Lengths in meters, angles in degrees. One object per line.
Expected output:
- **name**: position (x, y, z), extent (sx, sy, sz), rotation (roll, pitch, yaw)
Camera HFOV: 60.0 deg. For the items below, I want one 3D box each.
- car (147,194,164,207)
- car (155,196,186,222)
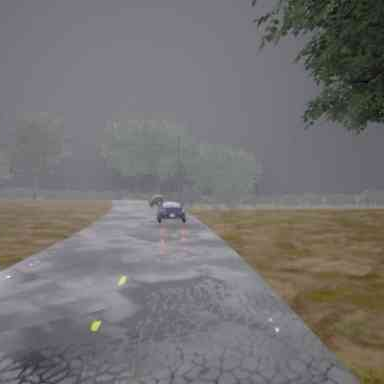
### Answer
- **car**: position (-4.212, 0.978, 39.875), extent (1.837, 1.490, 4.892), rotation (0, 1, -13)
- **car**: position (-1.505, 1.269, 23.335), extent (1.812, 1.442, 4.674), rotation (0, 1, -7)
